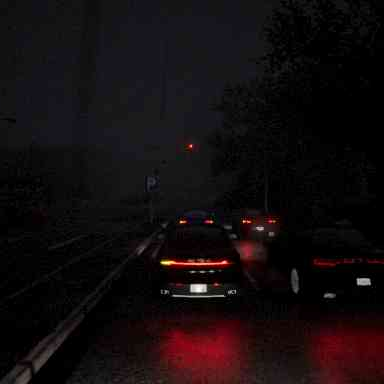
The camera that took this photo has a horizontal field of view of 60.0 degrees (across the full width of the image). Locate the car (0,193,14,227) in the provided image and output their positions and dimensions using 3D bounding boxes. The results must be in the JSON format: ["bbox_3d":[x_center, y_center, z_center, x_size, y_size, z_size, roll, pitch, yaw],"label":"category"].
[{"bbox_3d":[-13.642,1.267,18.914,5.566,2.045,2.435,-1,0,-19],"label":"car"}]

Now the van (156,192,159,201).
[{"bbox_3d":[-9.937,1.091,71.703,4.442,1.987,1.878,-1,0,-14],"label":"van"}]

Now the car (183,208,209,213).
[{"bbox_3d":[0.216,1.550,17.630,1.812,1.442,4.674,0,0,1],"label":"car"}]

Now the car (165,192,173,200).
[{"bbox_3d":[-8.085,1.355,86.645,4.674,1.452,2.002,-1,0,-12],"label":"car"}]

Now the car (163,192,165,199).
[{"bbox_3d":[-9.310,1.357,77.666,4.674,1.452,2.002,-1,0,-13],"label":"car"}]

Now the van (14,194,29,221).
[{"bbox_3d":[-13.513,1.296,21.950,4.442,1.987,1.878,-1,0,-19],"label":"van"}]

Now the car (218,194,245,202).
[{"bbox_3d":[8.505,1.262,71.197,5.366,1.575,1.946,1,0,-13],"label":"car"}]

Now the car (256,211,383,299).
[{"bbox_3d":[3.140,1.488,8.544,1.882,1.535,5.008,0,0,0],"label":"car"}]

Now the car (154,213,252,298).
[{"bbox_3d":[0.139,1.515,8.506,1.837,1.490,4.892,0,0,0],"label":"car"}]

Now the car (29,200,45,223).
[{"bbox_3d":[-13.525,1.403,24.927,4.553,1.767,2.185,-1,0,-19],"label":"car"}]

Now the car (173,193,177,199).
[{"bbox_3d":[-7.621,1.062,89.649,5.566,2.045,2.435,-1,0,-12],"label":"car"}]

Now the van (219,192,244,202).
[{"bbox_3d":[7.559,1.041,65.238,4.442,1.987,1.878,1,0,-14],"label":"van"}]

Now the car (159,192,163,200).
[{"bbox_3d":[-9.696,1.319,74.673,4.892,1.521,2.231,-1,0,-13],"label":"car"}]

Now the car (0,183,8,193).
[{"bbox_3d":[-30.934,-0.427,53.738,2.435,2.045,5.566,6,-3,-19],"label":"car"}]

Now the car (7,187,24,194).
[{"bbox_3d":[-27.939,0.135,53.664,2.002,1.452,4.674,6,-3,-19],"label":"car"}]

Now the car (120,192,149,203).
[{"bbox_3d":[-11.179,1.356,62.724,4.792,1.488,2.163,-1,0,-15],"label":"car"}]

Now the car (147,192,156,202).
[{"bbox_3d":[-10.522,1.313,65.713,5.366,1.575,1.946,-1,0,-14],"label":"car"}]

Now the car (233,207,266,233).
[{"bbox_3d":[3.235,1.550,17.884,1.812,1.442,4.674,0,0,1],"label":"car"}]

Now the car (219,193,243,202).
[{"bbox_3d":[7.956,1.139,68.206,4.553,1.767,2.185,1,0,-13],"label":"car"}]

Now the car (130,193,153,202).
[{"bbox_3d":[-10.416,1.194,68.665,4.553,1.767,2.185,-1,0,-14],"label":"car"}]

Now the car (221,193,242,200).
[{"bbox_3d":[9.810,1.126,82.897,4.553,1.767,2.185,1,0,-12],"label":"car"}]
